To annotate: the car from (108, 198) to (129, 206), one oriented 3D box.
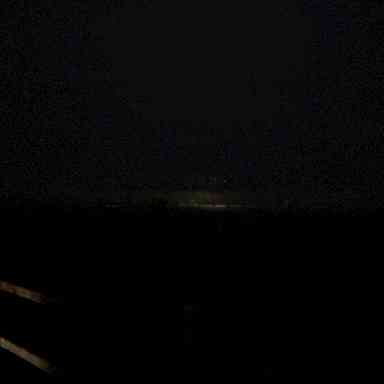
[{"bbox_3d":[-15.209,1.947,69.042,2.097,1.767,4.553,2,-1,35],"label":"car"}]
